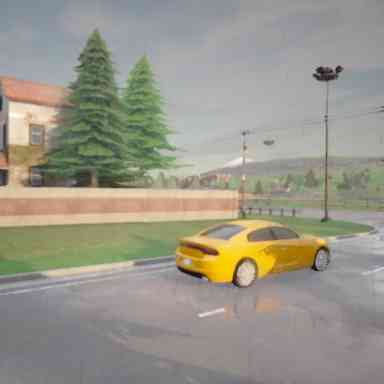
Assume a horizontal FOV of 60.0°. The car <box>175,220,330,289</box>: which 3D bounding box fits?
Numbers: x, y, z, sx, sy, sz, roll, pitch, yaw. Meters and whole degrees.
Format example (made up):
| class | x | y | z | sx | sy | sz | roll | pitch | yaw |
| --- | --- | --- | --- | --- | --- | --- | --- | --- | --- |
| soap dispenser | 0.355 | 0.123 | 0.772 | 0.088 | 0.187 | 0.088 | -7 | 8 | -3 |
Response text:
| class | x | y | z | sx | sy | sz | roll | pitch | yaw |
| --- | --- | --- | --- | --- | --- | --- | --- | --- | --- |
| car | 1.898 | 1.545 | 9.408 | 5.008 | 1.535 | 1.882 | 1 | 0 | -35 |
